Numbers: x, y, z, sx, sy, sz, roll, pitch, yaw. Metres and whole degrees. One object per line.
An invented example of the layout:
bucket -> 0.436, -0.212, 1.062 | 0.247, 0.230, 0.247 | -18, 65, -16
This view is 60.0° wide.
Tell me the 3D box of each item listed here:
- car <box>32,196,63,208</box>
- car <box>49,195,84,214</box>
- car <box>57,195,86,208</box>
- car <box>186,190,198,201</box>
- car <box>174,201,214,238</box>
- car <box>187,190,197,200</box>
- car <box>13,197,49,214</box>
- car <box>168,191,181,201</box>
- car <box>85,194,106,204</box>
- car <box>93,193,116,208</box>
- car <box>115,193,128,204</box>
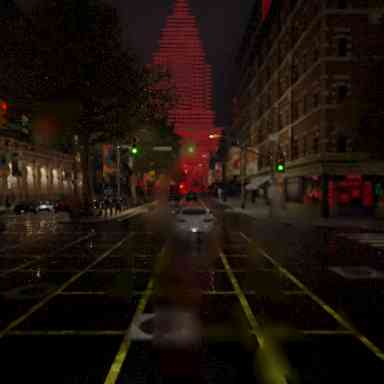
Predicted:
car -> -18.266, 1.266, 42.321 | 1.895, 1.301, 4.718 | 0, 0, 0
car -> -11.596, 1.227, 32.205 | 1.882, 1.535, 5.008 | 0, 0, 0
car -> -15.032, 1.180, 41.791 | 1.837, 1.490, 4.892 | 0, 0, 1
car -> -0.024, 0.868, 62.436 | 2.097, 1.767, 4.553 | 0, 0, 0
car -> 0.093, 1.395, 16.714 | 1.812, 1.442, 4.674 | 0, 0, 0
car -> -0.028, 0.669, 71.833 | 2.150, 2.045, 5.566 | 0, 0, 0
car -> -15.095, 1.297, 32.252 | 2.033, 1.411, 5.357 | 0, 0, 0
car -> -3.524, 1.077, 62.817 | 1.994, 1.385, 4.181 | 0, 0, 0
car -> -15.020, 1.073, 52.205 | 1.882, 1.535, 5.008 | 0, 0, 0
car -> -11.535, 1.221, 42.019 | 2.033, 1.411, 5.357 | 0, 0, 0
car -> -11.520, 0.947, 52.237 | 2.097, 1.767, 4.553 | 0, 0, 0
